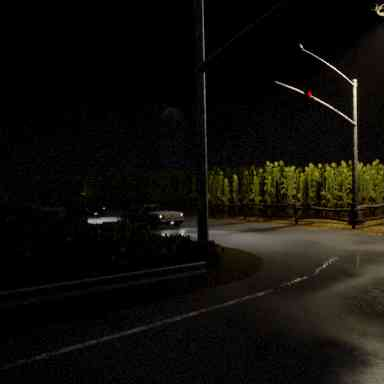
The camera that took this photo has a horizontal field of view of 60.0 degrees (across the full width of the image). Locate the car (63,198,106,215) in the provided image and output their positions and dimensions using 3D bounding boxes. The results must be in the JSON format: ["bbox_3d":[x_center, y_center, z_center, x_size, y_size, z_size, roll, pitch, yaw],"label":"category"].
[{"bbox_3d":[-9.069,1.426,28.201,1.895,1.301,4.718,-2,1,-40],"label":"car"}]

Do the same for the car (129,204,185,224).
[{"bbox_3d":[-2.512,1.412,20.286,1.895,1.301,4.718,-2,1,-40],"label":"car"}]

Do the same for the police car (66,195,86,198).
[{"bbox_3d":[-13.274,1.186,38.242,1.930,1.638,5.238,-2,1,-39],"label":"police car"}]
